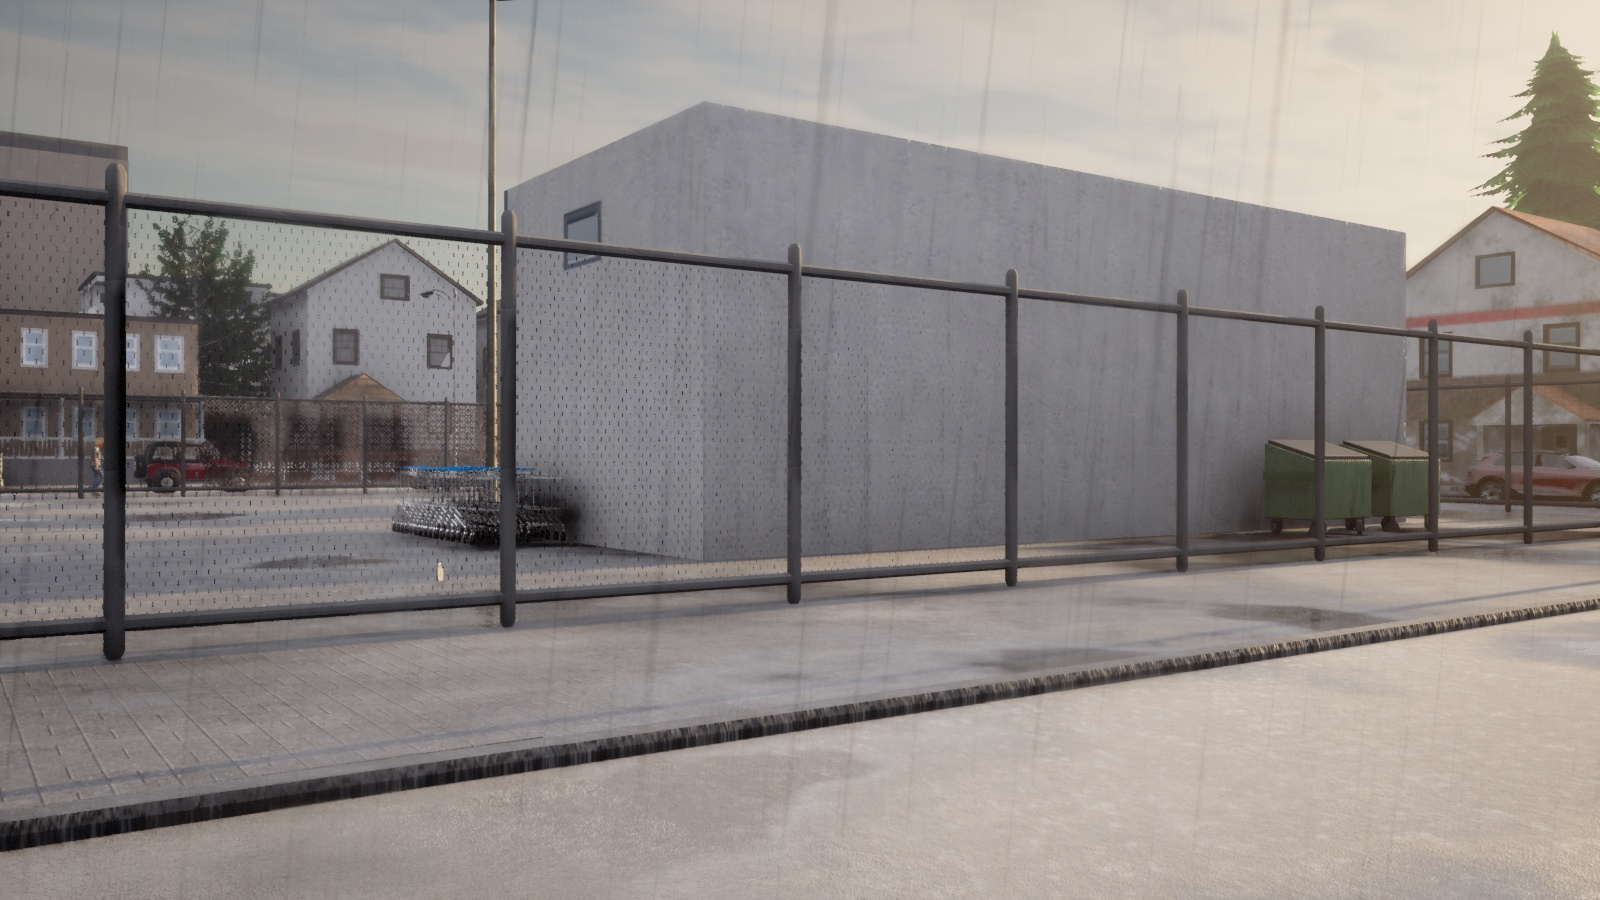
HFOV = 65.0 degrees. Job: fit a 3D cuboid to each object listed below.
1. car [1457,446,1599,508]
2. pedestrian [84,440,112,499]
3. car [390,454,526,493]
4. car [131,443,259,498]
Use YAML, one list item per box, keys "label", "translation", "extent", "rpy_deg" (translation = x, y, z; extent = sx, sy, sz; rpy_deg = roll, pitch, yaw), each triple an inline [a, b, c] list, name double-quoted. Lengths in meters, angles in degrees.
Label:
- label: "car"
  translation: [21.289, 0.715, 35.038]
  extent: [2.033, 1.649, 4.856]
  rpy_deg: [0, 0, -35]
- label: "pedestrian"
  translation: [-21.860, 0.596, 39.105]
  extent: [0.706, 1.836, 0.354]
  rpy_deg: [0, 0, -22]
- label: "car"
  translation: [-13.605, 0.901, 50.073]
  extent: [4.892, 1.490, 1.837]
  rpy_deg: [0, 0, -33]
- label: "car"
  translation: [-21.459, 0.695, 44.568]
  extent: [3.866, 1.878, 1.905]
  rpy_deg: [0, 0, -34]
